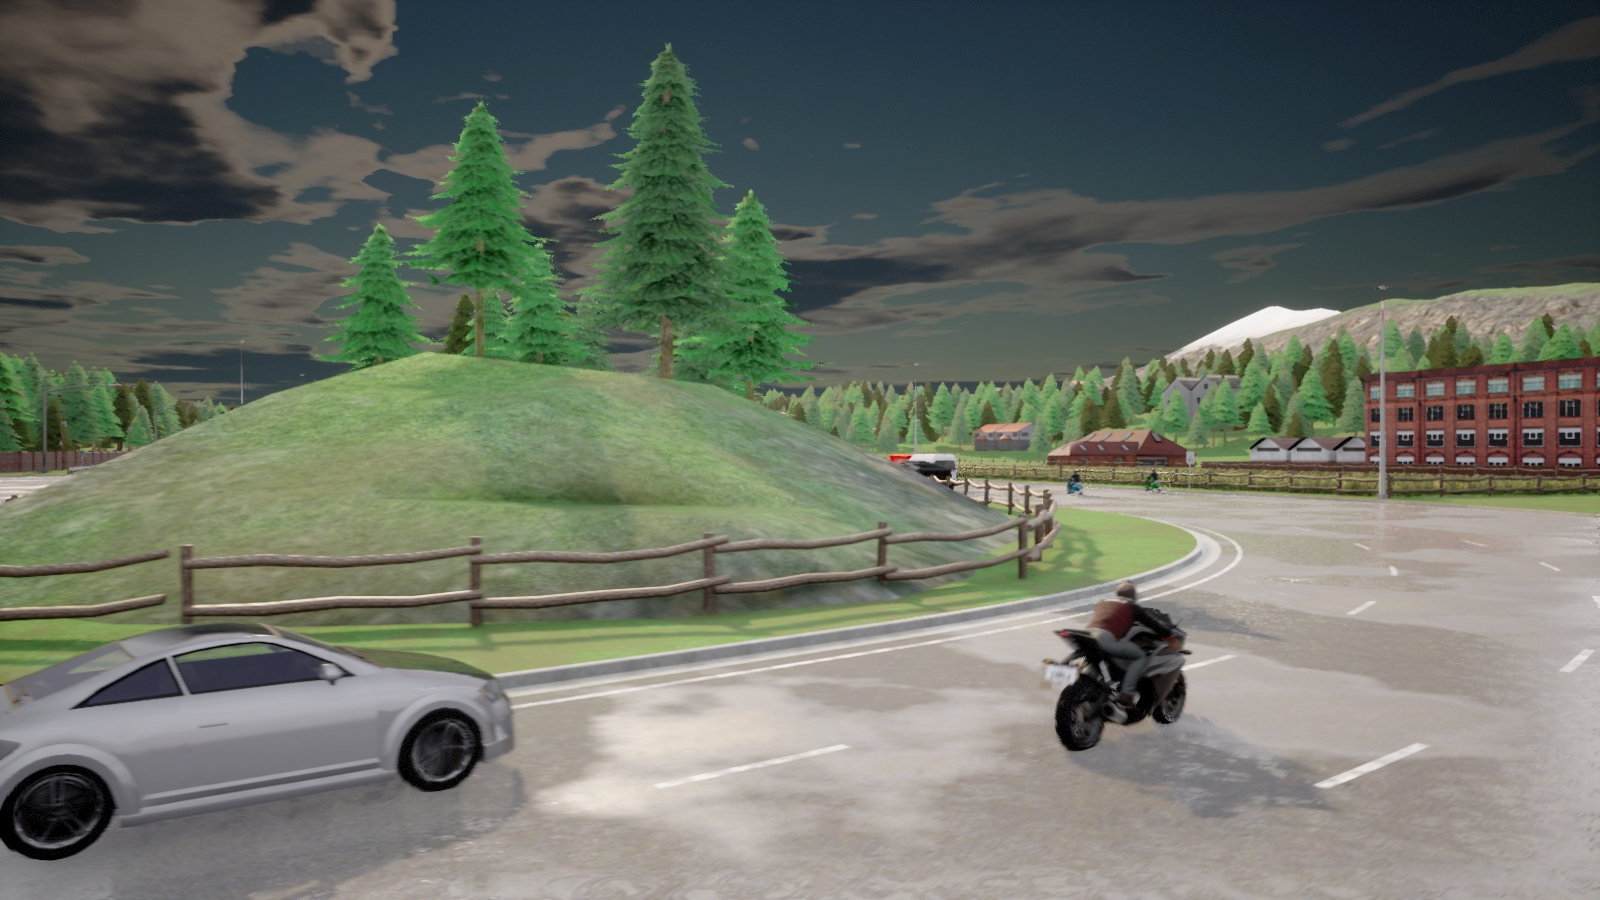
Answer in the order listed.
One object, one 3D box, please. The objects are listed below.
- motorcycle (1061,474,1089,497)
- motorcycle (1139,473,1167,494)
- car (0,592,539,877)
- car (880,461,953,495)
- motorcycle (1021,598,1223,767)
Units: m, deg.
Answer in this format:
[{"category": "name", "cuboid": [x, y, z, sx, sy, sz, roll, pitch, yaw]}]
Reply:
[{"category": "motorcycle", "cuboid": [16.750, 2.164, 69.652, 0.856, 1.316, 1.805, -1, 0, -17]}, {"category": "motorcycle", "cuboid": [22.953, 2.167, 74.290, 0.856, 1.316, 1.805, 0, 0, -19]}, {"category": "car", "cuboid": [-4.520, 2.120, 9.380, 4.181, 1.385, 1.994, 0, 0, -38]}, {"category": "car", "cuboid": [7.642, 1.774, 75.604, 2.390, 2.098, 6.274, 0, 0, -19]}, {"category": "motorcycle", "cuboid": [3.205, 2.209, 11.244, 2.209, 1.251, 0.867, 0, -1, -42]}]
